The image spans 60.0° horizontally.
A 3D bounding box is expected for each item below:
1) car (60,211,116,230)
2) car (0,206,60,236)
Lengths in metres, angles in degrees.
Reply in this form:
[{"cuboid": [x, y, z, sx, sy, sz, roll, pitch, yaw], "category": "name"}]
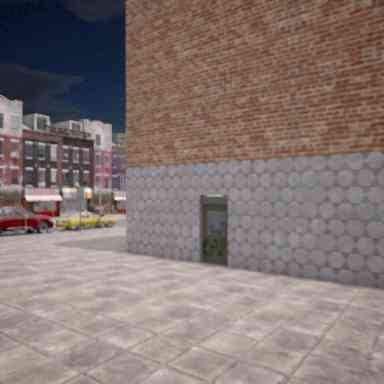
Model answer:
[{"cuboid": [-8.084, 2.132, 25.666, 1.752, 1.417, 4.829, -1, -2, 36], "category": "car"}, {"cuboid": [-11.420, 1.817, 21.030, 2.192, 1.841, 5.009, -1, -2, 36], "category": "car"}]
